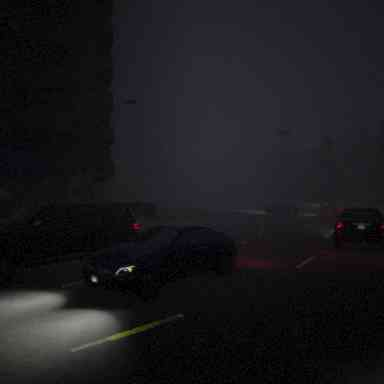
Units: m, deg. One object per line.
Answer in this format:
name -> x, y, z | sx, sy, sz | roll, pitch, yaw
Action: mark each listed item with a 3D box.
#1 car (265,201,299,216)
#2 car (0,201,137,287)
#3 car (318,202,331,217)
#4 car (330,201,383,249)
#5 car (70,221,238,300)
car -> 9.346, 1.676, 35.096 | 2.128, 1.511, 4.902 | 0, 0, -13
car -> -4.172, 1.306, 9.949 | 5.566, 2.045, 2.150 | 0, 0, -45
car -> 13.522, 1.617, 30.958 | 1.882, 1.535, 5.008 | 0, 0, -5
car -> 7.598, 1.416, 15.014 | 2.097, 1.767, 4.553 | -1, -1, 26
car -> -0.553, 1.587, 8.849 | 1.812, 1.442, 4.674 | 0, 0, 41
